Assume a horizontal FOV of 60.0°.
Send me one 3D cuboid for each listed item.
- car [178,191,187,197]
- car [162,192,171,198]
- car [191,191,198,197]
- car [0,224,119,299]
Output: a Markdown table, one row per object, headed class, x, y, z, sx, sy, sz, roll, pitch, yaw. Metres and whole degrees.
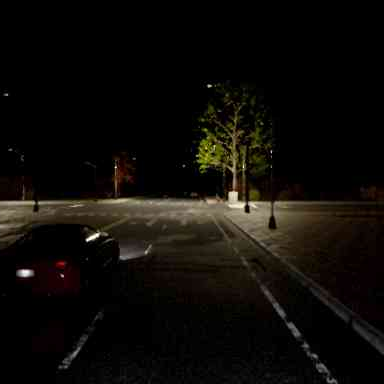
| class | x | y | z | sx | sy | sz | roll | pitch | yaw |
| --- | --- | --- | --- | --- | --- | --- | --- | --- | --- |
| car | -2.687 | 0.690 | 87.659 | 2.033 | 1.411 | 5.357 | 0 | 1 | 1 |
| car | -6.082 | 0.768 | 79.083 | 1.812 | 1.442 | 4.674 | 0 | 1 | 1 |
| car | 0.570 | 0.742 | 88.018 | 1.895 | 1.301 | 4.718 | 0 | 1 | 1 |
| car | -3.152 | 1.488 | 8.295 | 1.994 | 1.385 | 4.181 | 0 | 0 | 0 |
